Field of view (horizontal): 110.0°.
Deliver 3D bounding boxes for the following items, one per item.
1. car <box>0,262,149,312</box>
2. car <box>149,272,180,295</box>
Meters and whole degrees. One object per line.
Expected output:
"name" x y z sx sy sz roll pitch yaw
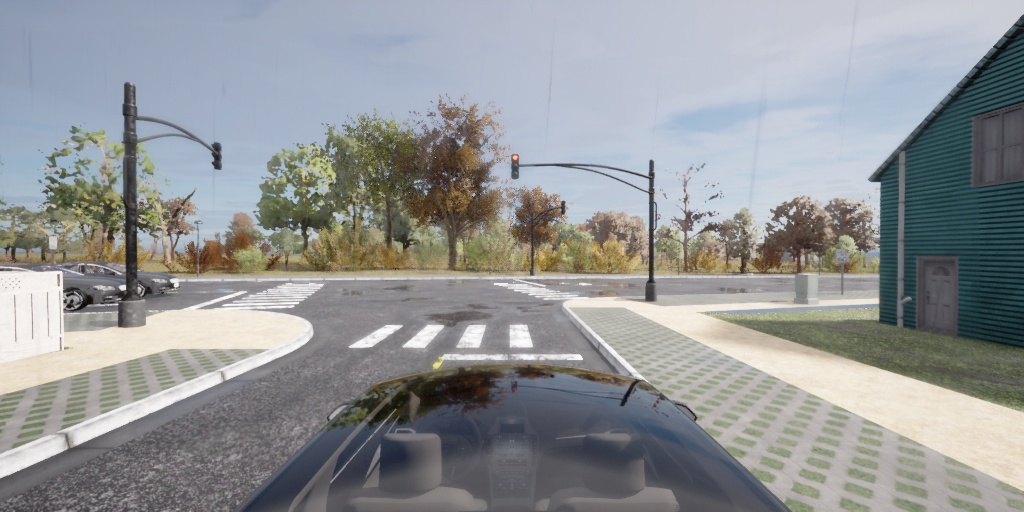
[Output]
"car" -15.957 1.019 11.887 4.902 1.511 2.128 1 0 -22
"car" -17.113 0.990 14.937 4.902 1.511 2.128 1 0 -22
